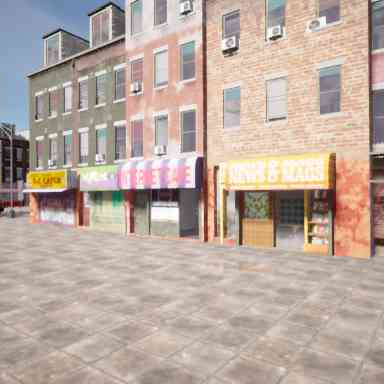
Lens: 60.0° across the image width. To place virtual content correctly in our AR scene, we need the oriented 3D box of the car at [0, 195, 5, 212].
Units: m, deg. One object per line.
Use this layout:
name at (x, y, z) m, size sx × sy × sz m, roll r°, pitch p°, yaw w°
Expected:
car at (-19.435, 1.230, 28.939) m, size 2.150 × 2.045 × 5.566 m, roll -1°, pitch 0°, yaw 36°
